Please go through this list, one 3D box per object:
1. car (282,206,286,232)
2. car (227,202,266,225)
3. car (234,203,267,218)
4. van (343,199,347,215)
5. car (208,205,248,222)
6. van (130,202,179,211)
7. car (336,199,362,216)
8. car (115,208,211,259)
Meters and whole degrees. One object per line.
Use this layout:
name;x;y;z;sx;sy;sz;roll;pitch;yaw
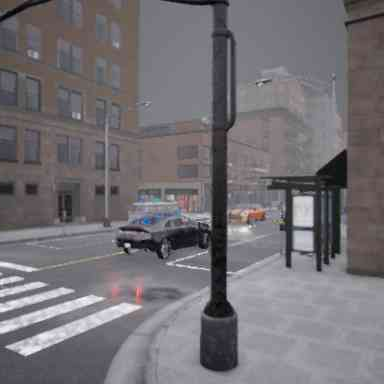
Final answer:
car;7.348;1.576;21.546;2.192;1.841;5.009;0;-1;32
car;4.380;1.648;27.246;2.097;1.767;4.553;0;0;32
car;6.256;1.916;35.013;1.887;1.381;4.507;0;-1;32
van;15.987;1.758;35.271;1.690;1.788;3.998;0;-1;32
car;3.371;1.885;30.442;1.947;1.339;4.313;0;-1;32
van;-2.399;1.557;21.300;1.690;1.788;3.998;0;-1;32
car;18.867;1.783;39.847;2.192;1.841;5.009;0;-1;32
car;-0.932;1.647;13.489;2.128;1.511;4.902;0;-1;32
